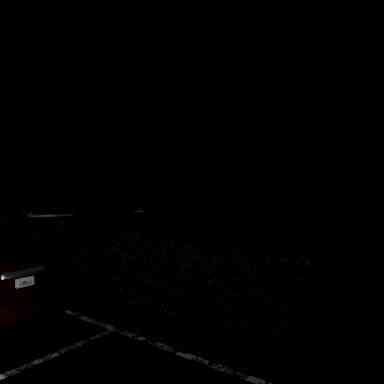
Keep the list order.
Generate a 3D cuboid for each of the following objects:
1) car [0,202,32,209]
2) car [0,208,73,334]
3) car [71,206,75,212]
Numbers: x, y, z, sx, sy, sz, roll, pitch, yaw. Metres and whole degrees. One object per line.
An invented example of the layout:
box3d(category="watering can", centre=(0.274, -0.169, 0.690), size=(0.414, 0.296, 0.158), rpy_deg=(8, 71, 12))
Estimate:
box3d(category="car", centre=(-17.483, 1.654, 30.917), size=(2.128, 1.511, 4.902), rpy_deg=(-1, -1, 37))
box3d(category="car", centre=(-4.212, 1.316, 5.967), size=(5.009, 1.841, 2.192), rpy_deg=(0, -1, 36))
box3d(category="car", centre=(-11.581, 1.846, 38.851), size=(1.895, 1.301, 4.718), rpy_deg=(-1, -1, 37))
